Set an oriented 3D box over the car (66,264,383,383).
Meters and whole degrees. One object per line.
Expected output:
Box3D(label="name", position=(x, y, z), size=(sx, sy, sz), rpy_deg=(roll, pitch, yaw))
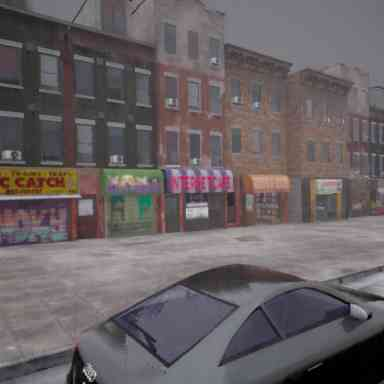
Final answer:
Box3D(label="car", position=(0.833, 1.563, 3.752), size=(4.181, 1.385, 1.994), rpy_deg=(0, 0, -35))
